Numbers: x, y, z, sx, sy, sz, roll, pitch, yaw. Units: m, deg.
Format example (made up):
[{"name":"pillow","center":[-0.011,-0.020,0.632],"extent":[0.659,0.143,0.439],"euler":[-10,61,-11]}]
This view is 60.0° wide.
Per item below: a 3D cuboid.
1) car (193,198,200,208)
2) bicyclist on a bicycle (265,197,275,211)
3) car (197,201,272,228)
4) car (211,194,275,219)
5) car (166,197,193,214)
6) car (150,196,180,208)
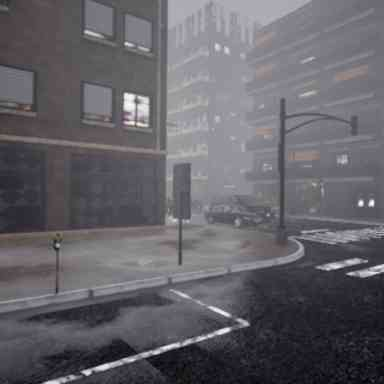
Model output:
[{"name":"car","center":[-0.387,1.380,40.036],"extent":[2.008,1.369,4.403],"euler":[2,0,-36]},{"name":"bicyclist on a bicycle","center":[7.899,1.307,33.648],"extent":[1.656,1.620,0.582],"euler":[1,0,-36]},{"name":"car","center":[2.648,1.509,21.626],"extent":[2.008,1.369,4.403],"euler":[2,0,-36]},{"name":"car","center":[3.557,1.184,24.771],"extent":[2.150,2.045,5.566],"euler":[1,0,-36]},{"name":"car","center":[-2.286,1.328,32.795],"extent":[1.837,1.490,4.892],"euler":[1,0,-36]},{"name":"car","center":[-3.662,1.303,44.538],"extent":[2.008,1.369,4.403],"euler":[2,0,-36]}]
